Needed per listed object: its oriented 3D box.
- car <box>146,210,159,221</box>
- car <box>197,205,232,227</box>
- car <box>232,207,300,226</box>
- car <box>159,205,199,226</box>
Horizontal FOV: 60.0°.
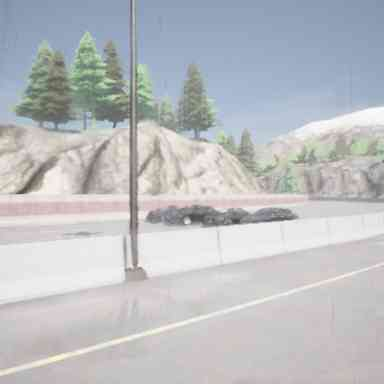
[{"bbox_3d":[-1.930,1.916,29.220,4.181,1.385,1.994,0,-1,-42],"label":"car"},{"bbox_3d":[2.738,1.827,24.004,4.181,1.385,1.994,0,-1,-42],"label":"car"},{"bbox_3d":[5.074,1.749,21.399,4.892,1.490,1.837,0,-1,-42],"label":"car"},{"bbox_3d":[0.146,1.798,26.396,4.892,1.490,1.837,1,-1,-41],"label":"car"}]
